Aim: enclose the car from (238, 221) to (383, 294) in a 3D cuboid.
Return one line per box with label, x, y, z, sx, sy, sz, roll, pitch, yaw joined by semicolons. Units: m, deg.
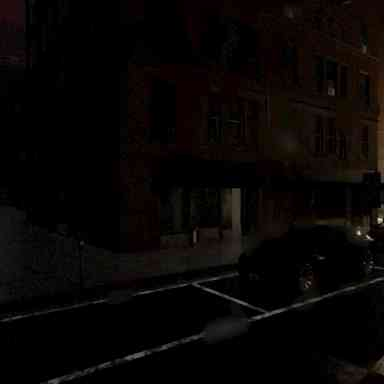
car;3.175;1.566;8.809;4.313;1.339;1.947;0;0;-36
